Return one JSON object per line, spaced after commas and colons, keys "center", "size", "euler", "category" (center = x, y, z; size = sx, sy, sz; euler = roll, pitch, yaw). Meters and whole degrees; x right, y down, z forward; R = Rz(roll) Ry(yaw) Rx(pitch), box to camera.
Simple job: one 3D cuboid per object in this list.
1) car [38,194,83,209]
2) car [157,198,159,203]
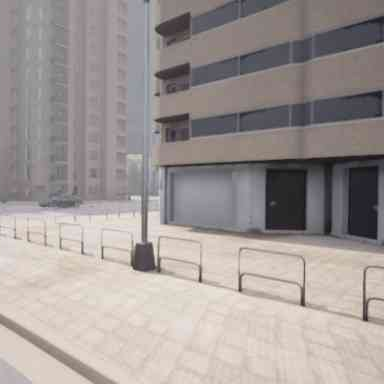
{"center": [-14.514, 1.050, 36.851], "size": [1.837, 1.490, 4.892], "euler": [1, 1, 39], "category": "car"}
{"center": [-3.285, 0.967, 50.814], "size": [2.097, 1.767, 4.553], "euler": [1, 1, 38], "category": "car"}
